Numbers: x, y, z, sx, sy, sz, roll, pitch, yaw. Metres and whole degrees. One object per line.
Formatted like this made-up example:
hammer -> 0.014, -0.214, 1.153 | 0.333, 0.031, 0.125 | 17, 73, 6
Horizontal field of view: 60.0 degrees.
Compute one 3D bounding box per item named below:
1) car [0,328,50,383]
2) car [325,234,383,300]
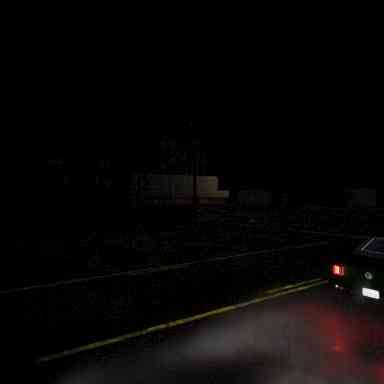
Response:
car -> -3.161, 1.601, 1.551 | 4.718, 1.301, 1.895 | 0, 0, -35
car -> 5.127, 1.601, 7.509 | 4.718, 1.301, 1.895 | 0, 0, -36
